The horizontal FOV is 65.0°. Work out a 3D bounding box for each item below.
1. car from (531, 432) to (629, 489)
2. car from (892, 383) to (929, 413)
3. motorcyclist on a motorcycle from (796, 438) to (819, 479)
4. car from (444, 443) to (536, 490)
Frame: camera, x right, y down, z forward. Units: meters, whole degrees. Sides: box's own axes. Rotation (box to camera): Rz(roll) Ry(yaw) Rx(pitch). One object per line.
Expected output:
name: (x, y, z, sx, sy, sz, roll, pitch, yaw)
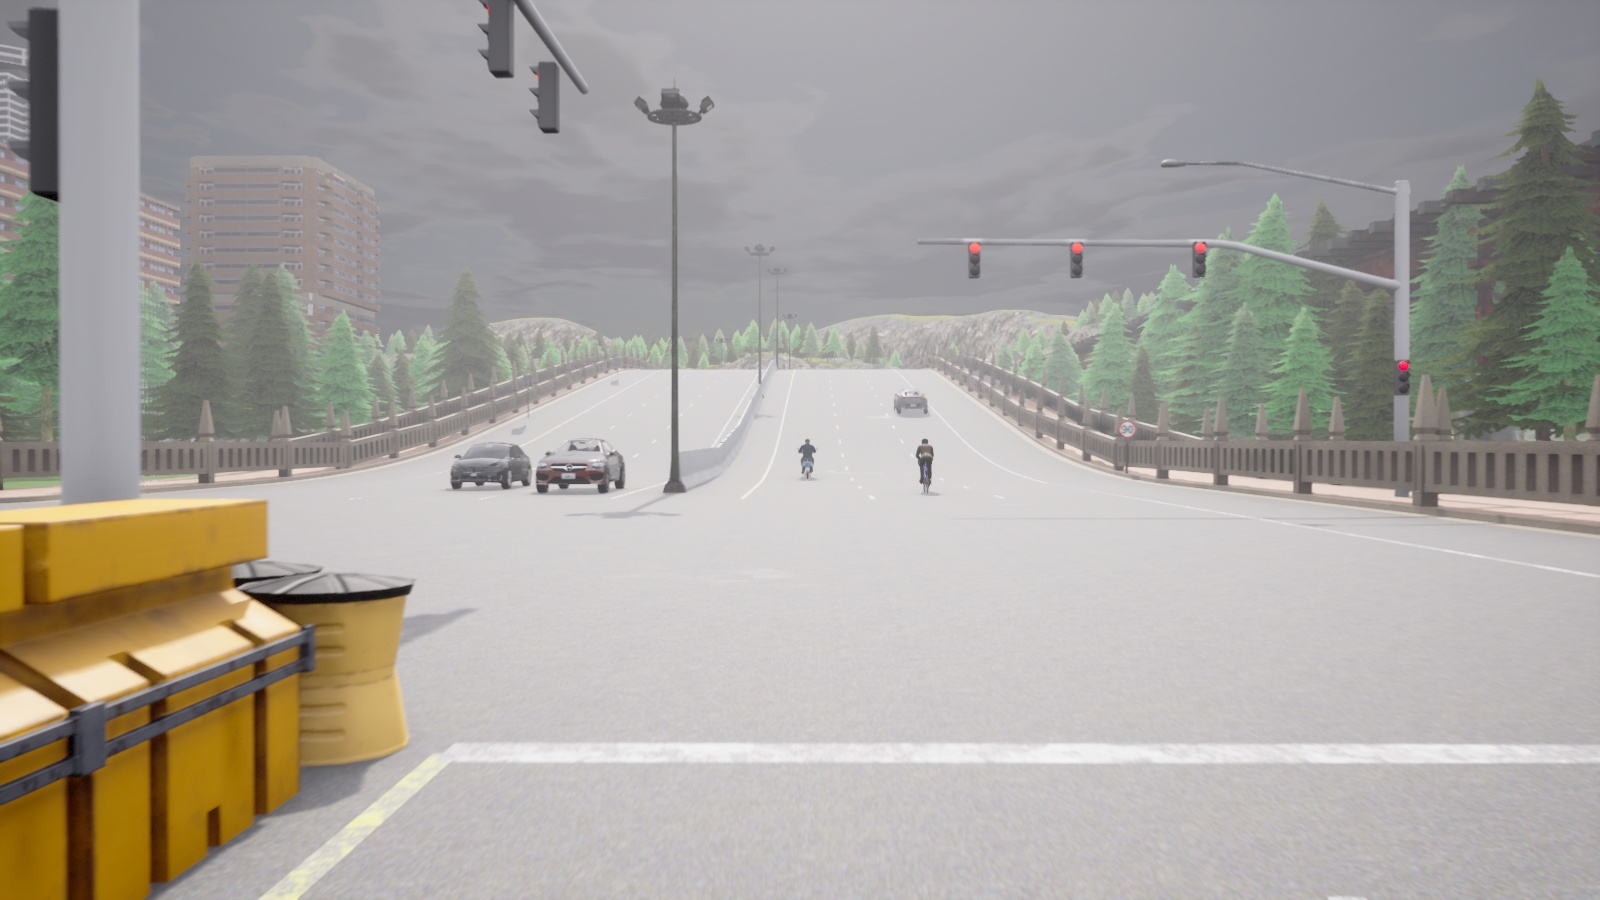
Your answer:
car: (-6.764, 0.294, 39.124, 2.152, 1.651, 5.027, 0, 0, 0)
car: (7.700, -3.688, 87.757, 2.152, 1.651, 5.027, 0, 8, 1)
motorcyclist on a motorcycle: (0.300, 0.321, 50.333, 0.866, 1.590, 1.817, 0, 2, 0)
car: (-10.248, 0.499, 41.828, 1.837, 1.490, 4.892, 0, 0, 0)
